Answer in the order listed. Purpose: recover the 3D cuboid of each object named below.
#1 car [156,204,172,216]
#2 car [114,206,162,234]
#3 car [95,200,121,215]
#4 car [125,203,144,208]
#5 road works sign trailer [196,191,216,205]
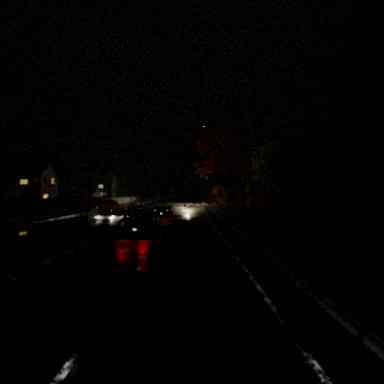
[{"bbox_3d":[-3.163,1.941,36.468,1.895,1.301,4.718,0,-1,0],"label":"car"},{"bbox_3d":[-3.157,1.794,20.492,1.895,1.301,4.718,0,-1,0],"label":"car"},{"bbox_3d":[-9.857,1.718,39.333,2.097,1.767,4.553,0,-1,0],"label":"car"},{"bbox_3d":[-6.611,1.964,39.153,1.895,1.301,4.718,0,0,0],"label":"car"},{"bbox_3d":[2.434,0.816,64.121,3.560,2.880,2.380,1,-44,-47],"label":"road works sign trailer"}]
